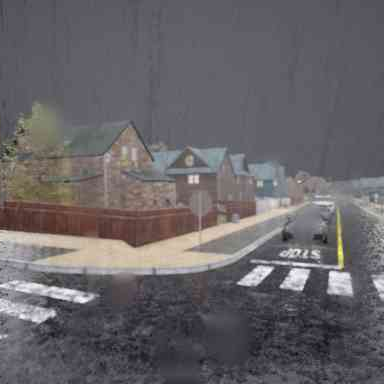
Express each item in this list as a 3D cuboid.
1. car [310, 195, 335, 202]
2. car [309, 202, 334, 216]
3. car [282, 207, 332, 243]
[{"bbox_3d":[13.949,1.383,35.403,2.150,2.045,5.566,-1,0,24],"label":"car"},{"bbox_3d":[9.680,1.684,25.638,1.994,1.385,4.181,-1,0,23],"label":"car"},{"bbox_3d":[5.702,1.642,16.525,1.994,1.385,4.181,-1,0,23],"label":"car"}]
